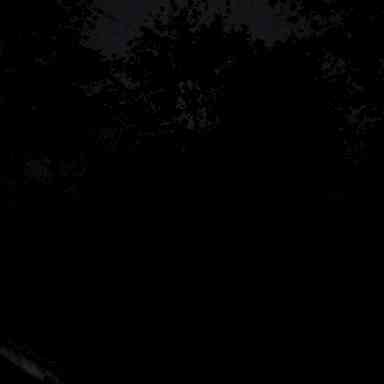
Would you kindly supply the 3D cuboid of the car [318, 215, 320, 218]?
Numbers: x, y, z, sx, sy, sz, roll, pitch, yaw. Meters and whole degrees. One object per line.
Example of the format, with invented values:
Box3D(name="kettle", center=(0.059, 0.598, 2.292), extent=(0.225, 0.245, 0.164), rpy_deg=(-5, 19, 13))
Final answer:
Box3D(name="car", center=(20.349, 3.807, 57.699), extent=(5.008, 1.535, 1.882), rpy_deg=(1, 0, 34))
